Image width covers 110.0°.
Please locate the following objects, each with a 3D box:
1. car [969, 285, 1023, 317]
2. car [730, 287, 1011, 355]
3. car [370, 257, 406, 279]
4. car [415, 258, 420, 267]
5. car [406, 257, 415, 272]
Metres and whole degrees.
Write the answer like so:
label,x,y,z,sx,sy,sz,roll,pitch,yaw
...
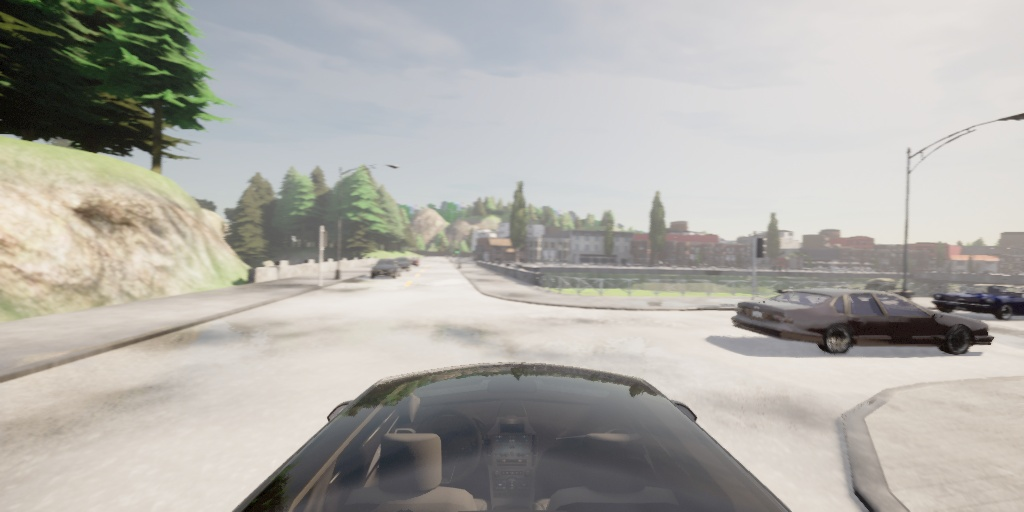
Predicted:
label,x,y,z,sx,sy,sz,roll,pitch,yaw
car,20.272,1.865,14.889,4.718,1.301,1.895,1,0,-11
car,8.369,1.507,8.819,5.357,1.411,2.033,2,0,-5
car,-9.741,0.949,27.980,1.837,1.490,4.892,2,0,-11
car,-14.320,0.881,51.589,1.895,1.301,4.718,2,0,-11
car,-11.732,0.877,38.186,1.837,1.490,4.892,2,0,-11
